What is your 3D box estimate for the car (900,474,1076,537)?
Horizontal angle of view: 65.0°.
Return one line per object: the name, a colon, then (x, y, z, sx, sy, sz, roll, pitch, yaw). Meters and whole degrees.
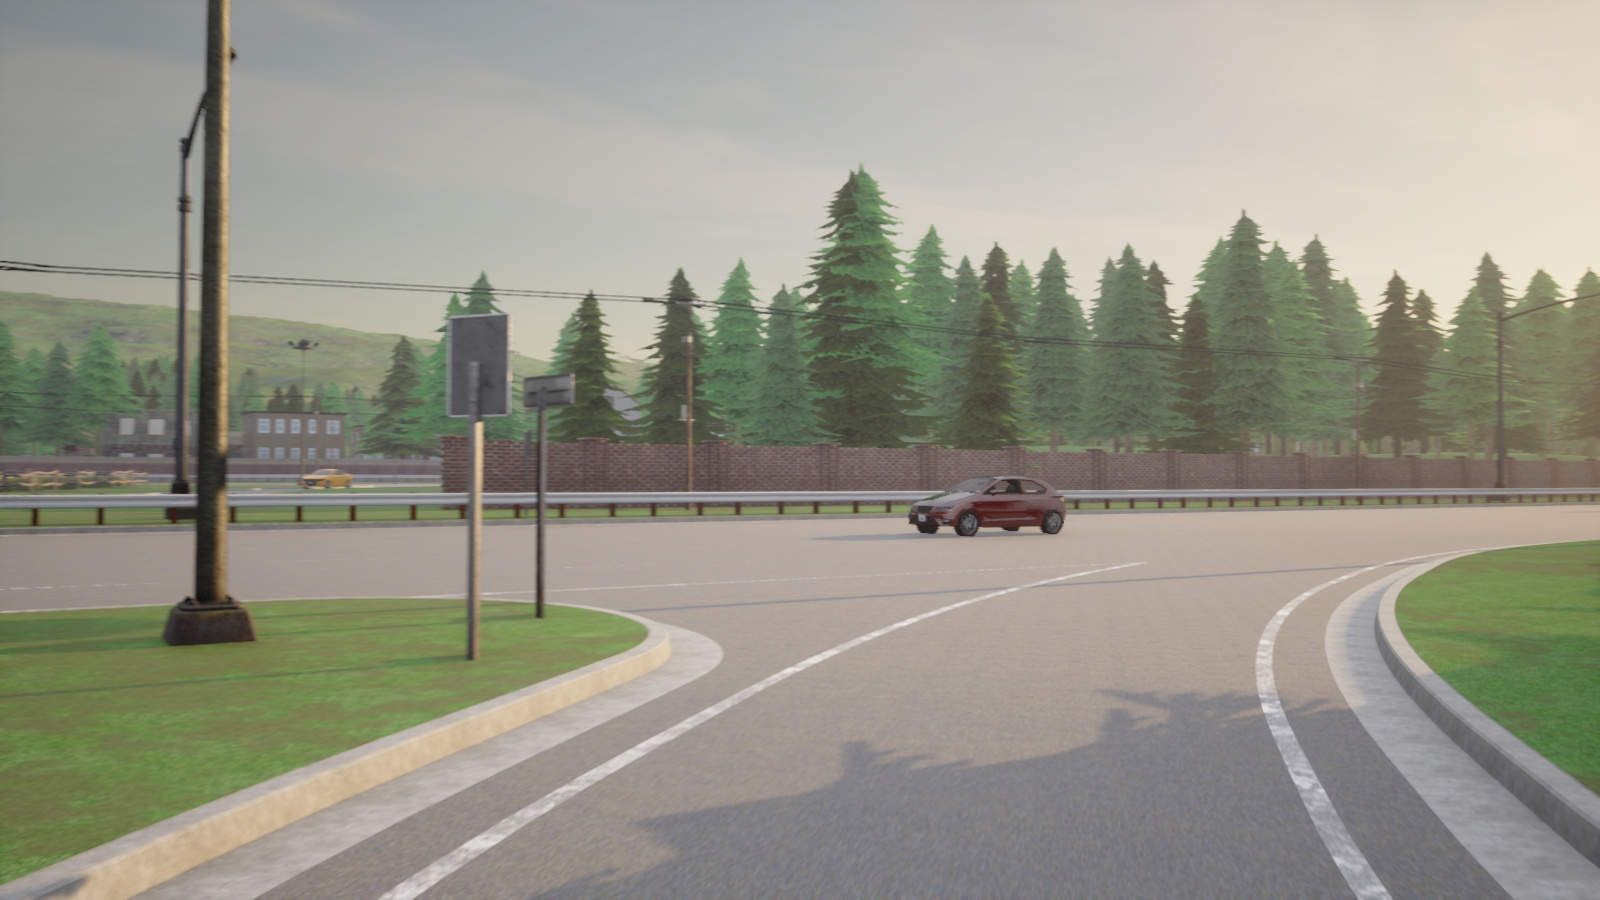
car: (4.745, 1.347, 31.501, 4.193, 1.474, 1.816, 0, -1, -32)
